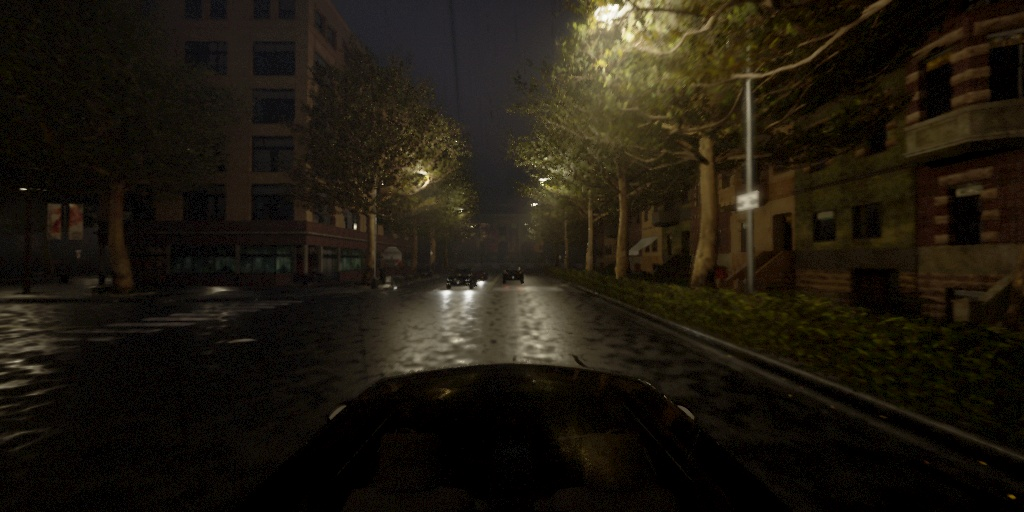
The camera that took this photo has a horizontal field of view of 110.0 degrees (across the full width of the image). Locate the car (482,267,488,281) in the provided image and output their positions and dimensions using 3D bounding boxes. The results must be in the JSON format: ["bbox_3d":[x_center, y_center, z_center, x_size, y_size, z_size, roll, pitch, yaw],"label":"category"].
[{"bbox_3d":[-3.569,1.806,36.978,1.994,1.385,4.181,0,-1,1],"label":"car"}]

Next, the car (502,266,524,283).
[{"bbox_3d":[0.102,1.680,33.113,2.128,1.511,4.902,0,-1,0],"label":"car"}]

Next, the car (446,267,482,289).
[{"bbox_3d":[-3.614,1.603,26.591,1.837,1.490,4.892,0,-1,1],"label":"car"}]
